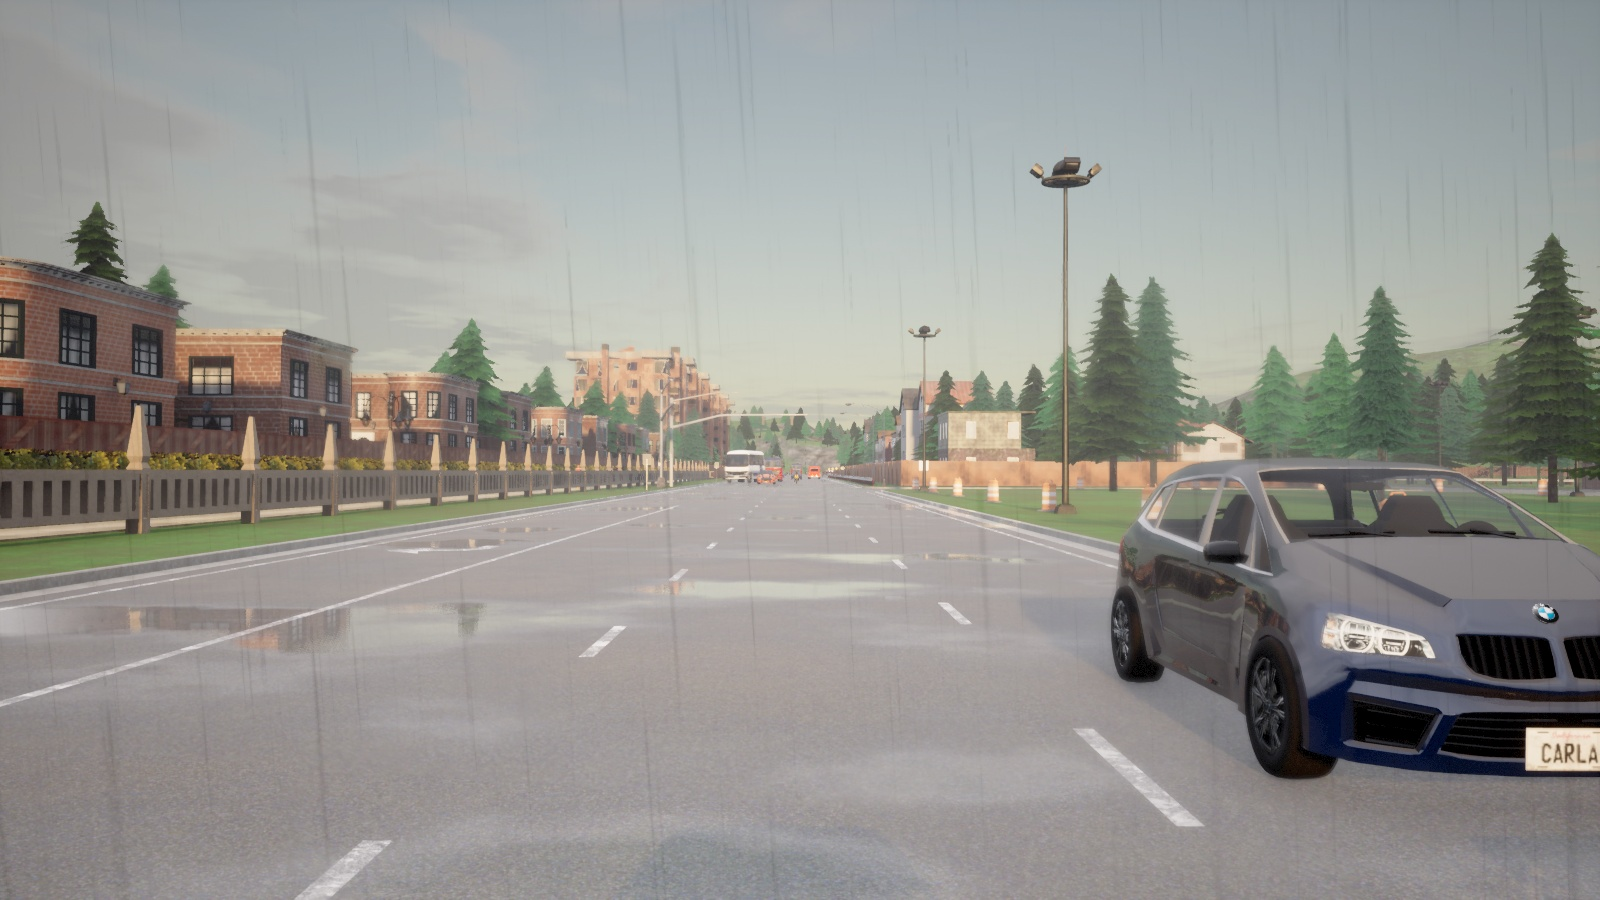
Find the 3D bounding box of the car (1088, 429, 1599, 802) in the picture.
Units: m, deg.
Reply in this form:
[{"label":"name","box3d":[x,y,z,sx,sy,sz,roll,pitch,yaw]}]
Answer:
[{"label":"car","box3d":[3.480,0.778,7.948,2.242,1.667,4.611,0,-1,0]}]
